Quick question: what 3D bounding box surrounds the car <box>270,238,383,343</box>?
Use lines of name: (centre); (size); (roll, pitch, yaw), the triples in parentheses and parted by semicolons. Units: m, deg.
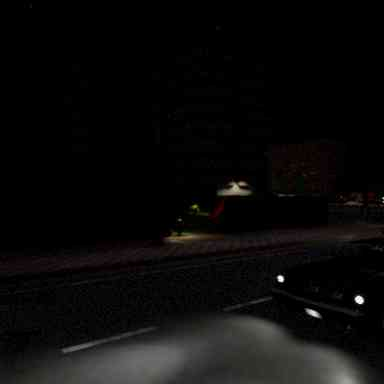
car: (3.765, 1.675, 6.670); (4.718, 1.301, 1.895); (1, 0, -35)

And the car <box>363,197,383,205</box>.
car: (43.193, 2.272, 78.175); (1.970, 1.475, 3.806); (1, 0, -36)
